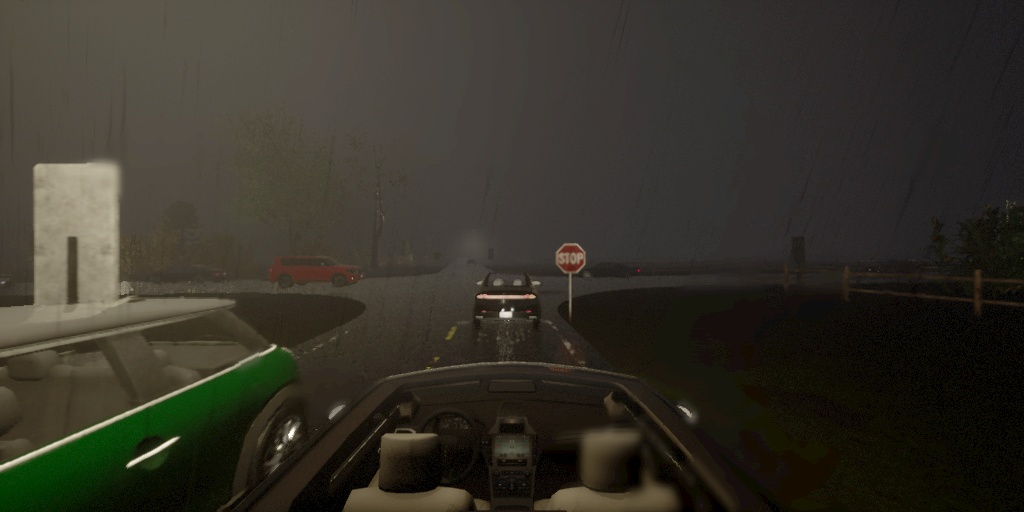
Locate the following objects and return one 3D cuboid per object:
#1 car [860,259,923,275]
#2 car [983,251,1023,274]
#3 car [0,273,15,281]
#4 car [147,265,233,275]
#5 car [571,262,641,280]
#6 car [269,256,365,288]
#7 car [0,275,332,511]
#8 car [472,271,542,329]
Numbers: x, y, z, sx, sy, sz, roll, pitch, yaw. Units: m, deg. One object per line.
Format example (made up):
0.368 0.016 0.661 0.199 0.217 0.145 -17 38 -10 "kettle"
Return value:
32.586 0.974 30.853 4.181 1.385 1.994 0 0 -5 "car"
39.421 0.594 27.762 5.566 2.045 2.150 0 0 -5 "car"
-34.197 1.413 22.318 4.902 1.511 2.128 0 0 -2 "car"
-23.718 1.382 26.447 5.357 1.411 2.033 0 0 -3 "car"
7.466 1.156 28.724 5.357 1.411 2.033 0 0 0 "car"
-12.618 0.997 23.343 5.566 2.045 2.150 0 0 -4 "car"
-2.887 1.103 1.355 2.097 1.767 4.553 0 0 0 "car"
-0.116 1.220 11.198 2.128 1.511 4.902 0 0 1 "car"
